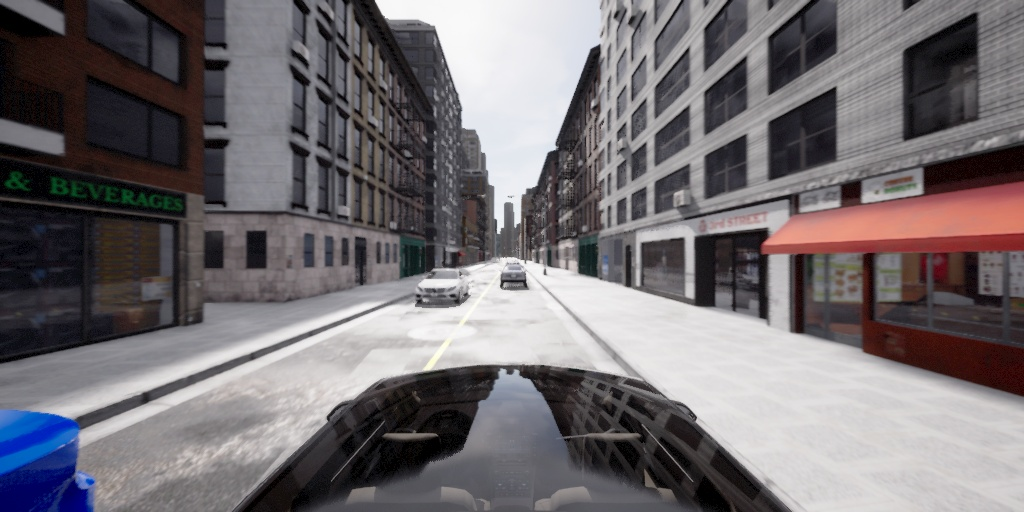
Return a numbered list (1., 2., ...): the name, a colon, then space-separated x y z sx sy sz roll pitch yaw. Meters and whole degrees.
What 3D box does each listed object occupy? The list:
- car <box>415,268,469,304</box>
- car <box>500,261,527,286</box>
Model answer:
1. car: -3.081 1.284 16.579 1.812 1.442 4.674 0 0 0
2. car: 0.101 1.311 25.014 2.033 1.411 5.357 0 0 0
